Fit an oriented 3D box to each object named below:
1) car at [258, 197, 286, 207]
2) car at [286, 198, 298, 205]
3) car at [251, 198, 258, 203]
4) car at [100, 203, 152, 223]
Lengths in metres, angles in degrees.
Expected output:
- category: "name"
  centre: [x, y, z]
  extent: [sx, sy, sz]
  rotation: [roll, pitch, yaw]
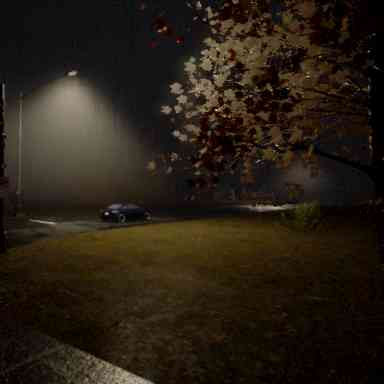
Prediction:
- category: "car"
  centre: [12.523, 1.514, 51.558]
  extent: [1.882, 1.535, 5.008]
  rotation: [1, 1, 33]
- category: "car"
  centre: [17.772, 1.665, 59.956]
  extent: [1.895, 1.301, 4.718]
  rotation: [1, 1, 31]
- category: "car"
  centre: [11.682, 1.580, 56.818]
  extent: [1.895, 1.301, 4.718]
  rotation: [1, 1, 32]
- category: "car"
  centre: [-5.008, 1.537, 25.667]
  extent: [1.994, 1.385, 4.181]
  rotation: [1, 1, 35]
